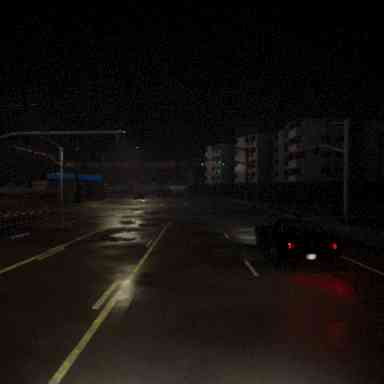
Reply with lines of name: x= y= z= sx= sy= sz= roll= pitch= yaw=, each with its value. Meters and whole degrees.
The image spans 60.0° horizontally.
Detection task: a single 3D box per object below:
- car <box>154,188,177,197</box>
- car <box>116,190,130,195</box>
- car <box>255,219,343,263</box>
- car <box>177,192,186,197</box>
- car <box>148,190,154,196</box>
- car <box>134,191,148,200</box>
car: x=-6.928 y=0.295 z=86.168 sx=2.150 sy=2.045 sz=5.566 roll=-1 pitch=1 yaw=-32
car: x=-17.130 y=0.096 z=82.556 sx=2.097 sy=1.767 sz=4.553 roll=-1 pitch=1 yaw=-35
car: x=3.542 y=1.618 z=12.015 sx=1.895 sy=1.301 sz=4.718 roll=0 pitch=0 yaw=1
car: x=-3.676 y=0.588 z=87.553 sx=2.033 sy=1.411 sz=5.357 roll=-1 pitch=1 yaw=-32
car: x=-12.626 y=0.439 z=93.615 sx=1.895 sy=1.301 sz=4.718 roll=-1 pitch=1 yaw=-45
car: x=-10.790 y=0.703 z=68.269 sx=2.097 sy=1.767 sz=4.553 roll=0 pitch=1 yaw=-11
